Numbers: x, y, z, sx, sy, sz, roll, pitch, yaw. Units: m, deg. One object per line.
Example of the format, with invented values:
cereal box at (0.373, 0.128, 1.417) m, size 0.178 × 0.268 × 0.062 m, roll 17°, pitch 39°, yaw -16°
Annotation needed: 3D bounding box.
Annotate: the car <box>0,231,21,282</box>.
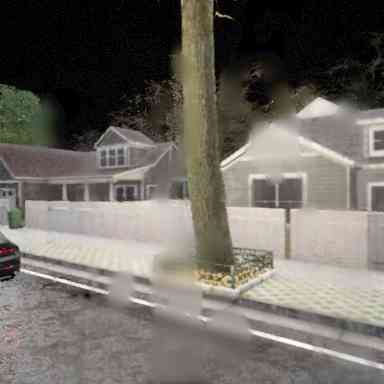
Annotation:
car at (-6.244, 1.481, 8.451) m, size 4.892 × 1.490 × 1.837 m, roll 0°, pitch 0°, yaw 36°
